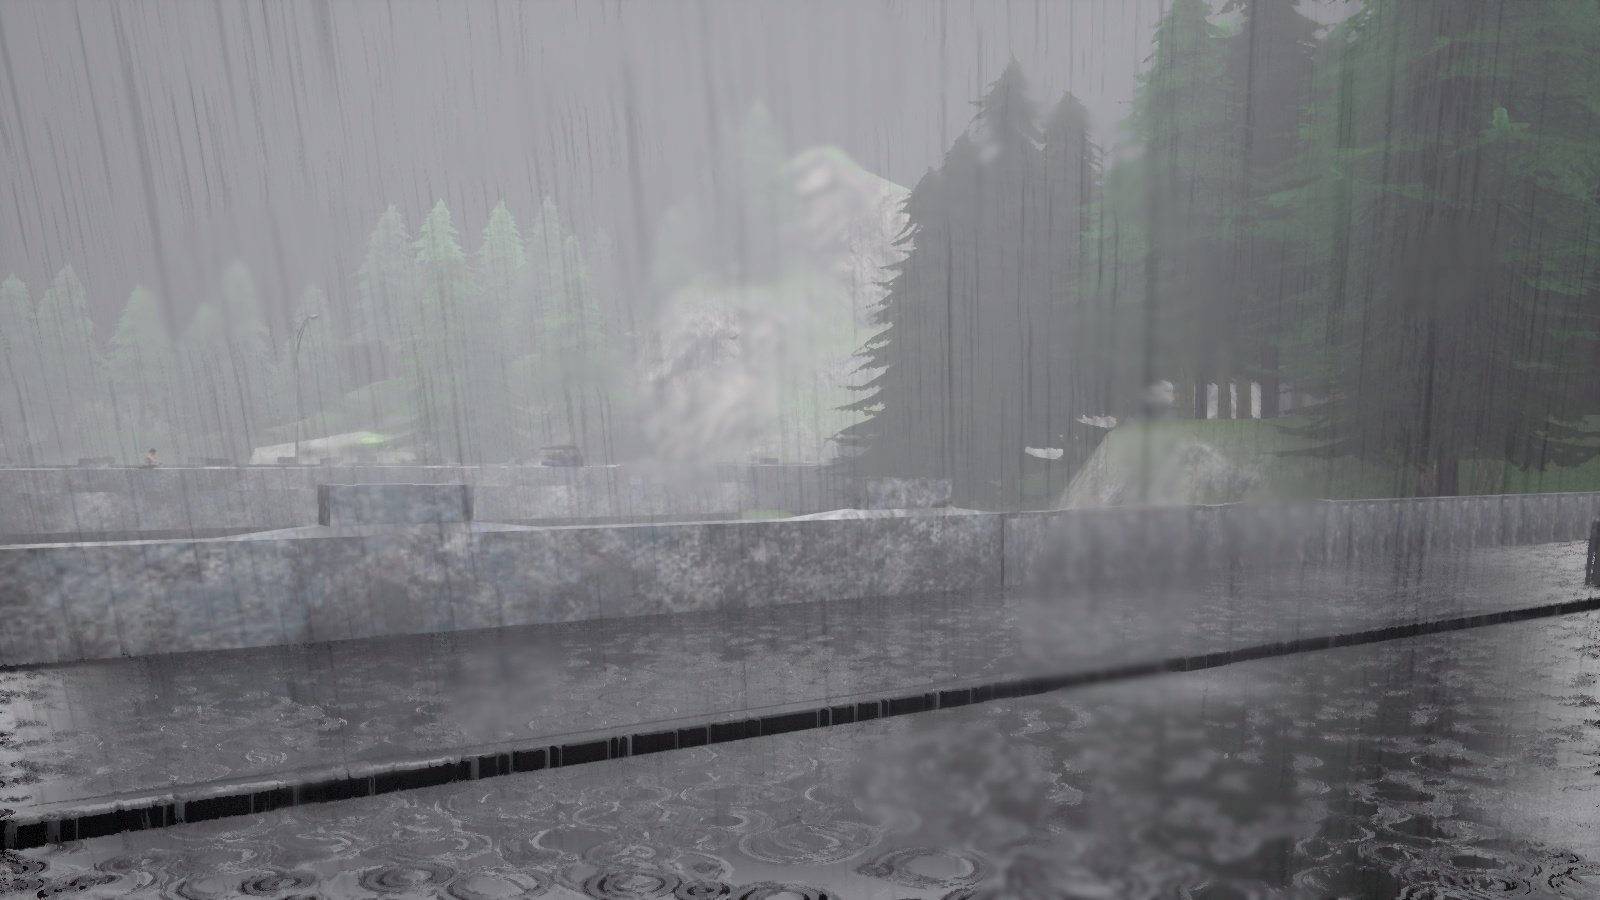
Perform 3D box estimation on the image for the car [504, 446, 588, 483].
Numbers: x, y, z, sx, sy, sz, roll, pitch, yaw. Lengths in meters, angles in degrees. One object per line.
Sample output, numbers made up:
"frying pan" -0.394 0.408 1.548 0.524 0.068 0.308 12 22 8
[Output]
"car" -13.177 0.728 65.199 3.866 1.878 1.905 0 0 -35
